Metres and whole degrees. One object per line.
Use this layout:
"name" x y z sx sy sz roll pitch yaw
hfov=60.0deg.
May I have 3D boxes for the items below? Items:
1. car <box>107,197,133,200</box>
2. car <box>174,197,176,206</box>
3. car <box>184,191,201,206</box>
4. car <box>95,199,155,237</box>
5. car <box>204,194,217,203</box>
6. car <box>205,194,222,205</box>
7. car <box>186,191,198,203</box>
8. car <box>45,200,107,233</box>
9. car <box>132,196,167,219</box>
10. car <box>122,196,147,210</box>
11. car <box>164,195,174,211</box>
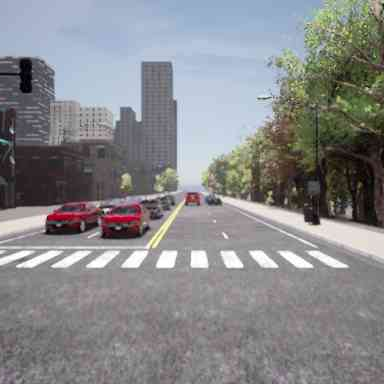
"car" -6.603 1.297 28.395 2.128 1.511 4.902 0 0 0
"car" -3.305 1.152 47.461 1.882 1.535 5.008 0 0 1
"car" 0.094 0.889 48.527 2.150 2.045 5.566 0 0 0
"car" -3.350 1.357 17.595 1.882 1.535 5.008 0 0 0
"car" 3.247 1.070 59.248 1.882 1.535 5.008 0 0 0
"car" 3.349 1.226 49.220 1.994 1.385 4.181 0 0 0
"car" -0.004 0.815 59.063 2.150 2.045 5.566 0 0 0
"car" -6.603 1.348 18.973 1.882 1.535 5.008 0 0 0
"car" -3.353 1.319 27.085 1.837 1.490 4.892 0 0 0
"car" -6.595 1.282 38.825 2.033 1.411 5.357 0 0 0
"car" -3.343 1.250 37.238 1.837 1.490 4.892 0 0 0
